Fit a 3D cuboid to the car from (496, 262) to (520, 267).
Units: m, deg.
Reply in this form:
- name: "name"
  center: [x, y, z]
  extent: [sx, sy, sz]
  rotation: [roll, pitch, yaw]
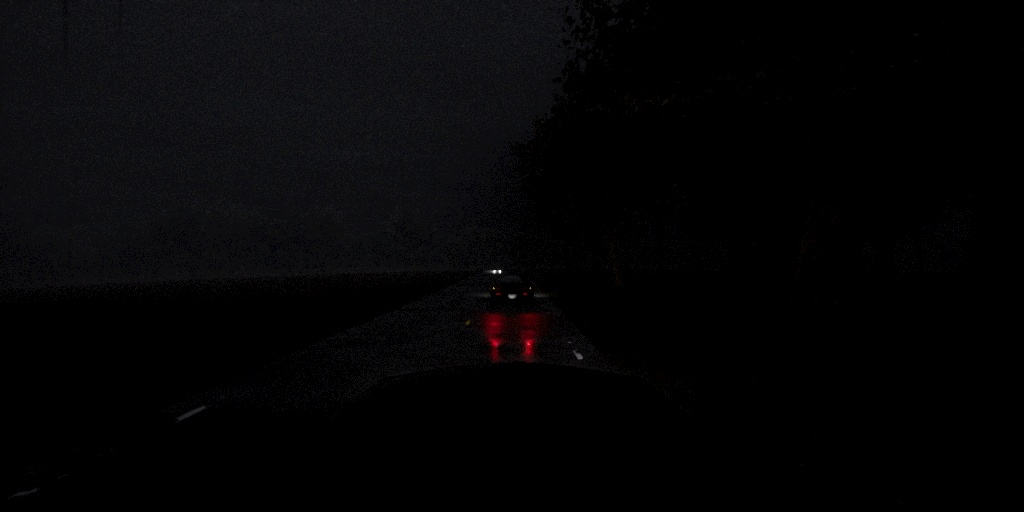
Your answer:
- name: "car"
  center: [0.004, 1.529, 31.145]
  extent: [2.128, 1.511, 4.902]
  rotation: [0, 0, 0]

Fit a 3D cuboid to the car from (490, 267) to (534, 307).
- name: "car"
  center: [0.004, 1.415, 16.227]
  extent: [1.812, 1.442, 4.674]
  rotation: [0, 0, 0]
